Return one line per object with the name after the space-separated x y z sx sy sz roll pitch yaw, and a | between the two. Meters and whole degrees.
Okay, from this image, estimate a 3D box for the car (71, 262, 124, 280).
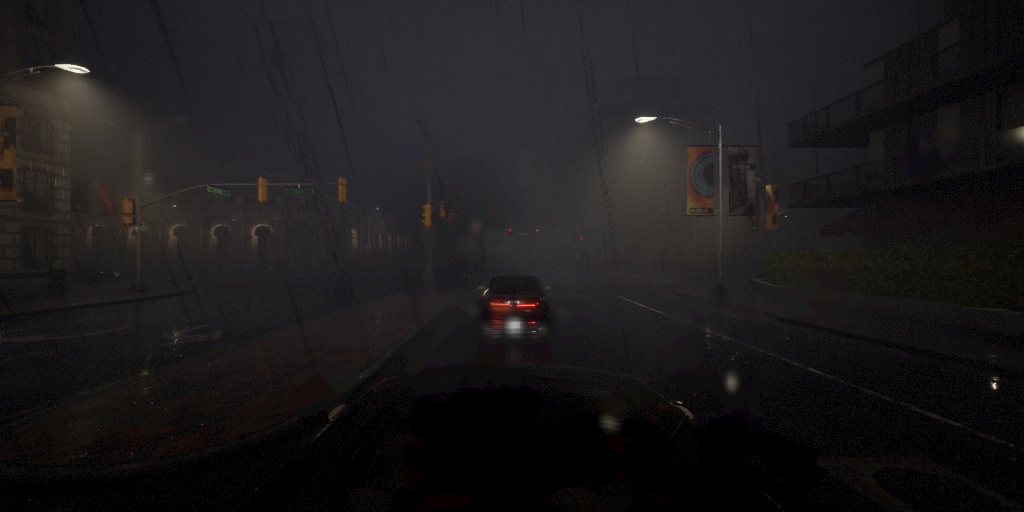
-33.899 1.241 28.542 4.902 1.511 2.128 0 0 0 | car

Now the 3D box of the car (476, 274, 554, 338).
0.077 1.255 10.142 1.837 1.490 4.892 0 0 0 | car

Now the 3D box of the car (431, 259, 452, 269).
-11.541 1.276 58.564 1.812 1.442 4.674 0 0 0 | car

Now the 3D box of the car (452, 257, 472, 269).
-8.051 1.276 58.339 1.812 1.442 4.674 0 0 0 | car
